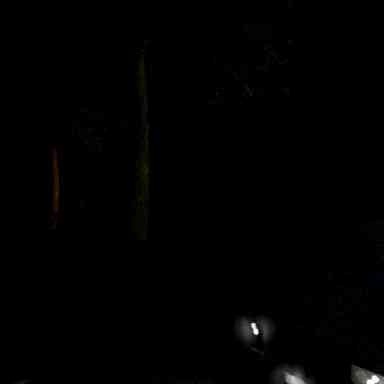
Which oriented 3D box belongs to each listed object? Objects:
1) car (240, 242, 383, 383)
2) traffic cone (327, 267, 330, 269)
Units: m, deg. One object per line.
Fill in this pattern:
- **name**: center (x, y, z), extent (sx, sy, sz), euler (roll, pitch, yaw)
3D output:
- **car**: center (3.200, 1.502, 4.890), extent (5.357, 1.411, 2.033), euler (-1, 0, -36)
- **traffic cone**: center (2.939, 1.902, 7.136), extent (0.340, 0.580, 0.340), euler (-1, 0, -36)
